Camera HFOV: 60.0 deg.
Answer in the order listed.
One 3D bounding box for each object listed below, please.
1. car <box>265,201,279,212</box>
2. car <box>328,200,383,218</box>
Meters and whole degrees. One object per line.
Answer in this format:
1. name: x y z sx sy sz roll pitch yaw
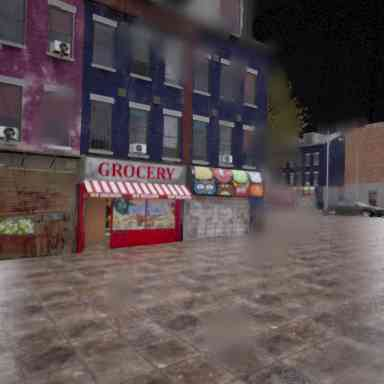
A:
1. car: 8.078 1.682 39.081 1.812 1.442 4.674 2 -2 -35
2. car: 14.561 1.531 29.839 1.882 1.535 5.008 2 -2 -35
